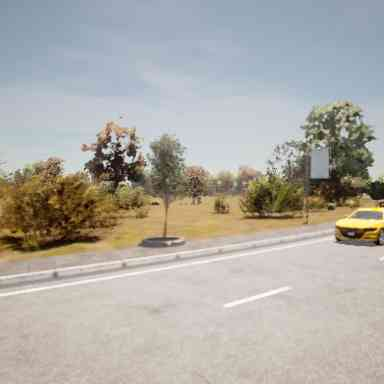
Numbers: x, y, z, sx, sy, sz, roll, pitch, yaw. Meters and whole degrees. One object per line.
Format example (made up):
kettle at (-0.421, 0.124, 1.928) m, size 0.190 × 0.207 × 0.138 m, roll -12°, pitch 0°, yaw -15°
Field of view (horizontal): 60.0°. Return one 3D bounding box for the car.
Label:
car at (8.543, 1.494, 15.728) m, size 5.008 × 1.535 × 1.882 m, roll 0°, pitch 0°, yaw -43°
